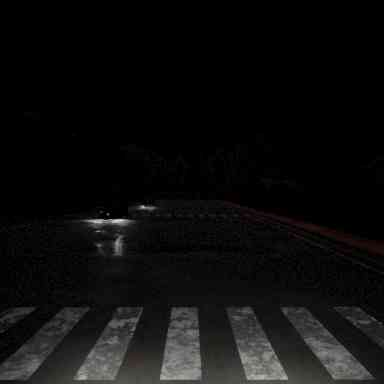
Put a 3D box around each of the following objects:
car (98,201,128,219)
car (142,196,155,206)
[{"bbox_3d":[-6.888,1.559,29.542,1.837,1.490,4.892,0,0,-1],"label":"car"},{"bbox_3d":[-7.357,1.500,56.277,2.128,1.511,4.902,0,0,-1],"label":"car"}]
